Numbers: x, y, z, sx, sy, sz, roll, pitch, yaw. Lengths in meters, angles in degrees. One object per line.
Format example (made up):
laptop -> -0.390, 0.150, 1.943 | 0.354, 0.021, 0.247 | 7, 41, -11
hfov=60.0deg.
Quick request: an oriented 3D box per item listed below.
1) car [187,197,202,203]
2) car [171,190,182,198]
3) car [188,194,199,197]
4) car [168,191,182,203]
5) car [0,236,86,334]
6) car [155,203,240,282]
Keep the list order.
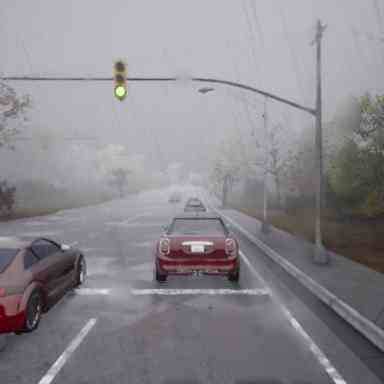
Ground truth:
car -> 0.240, 1.540, 30.374 | 2.128, 1.511, 4.902 | 0, 0, 0
car -> -3.148, 0.469, 70.110 | 2.033, 1.411, 5.357 | 0, 3, 0
car -> 0.299, 1.119, 60.177 | 1.812, 1.442, 4.674 | 0, 3, 0
car -> -3.202, 1.161, 60.108 | 1.994, 1.385, 4.181 | 0, 3, 0
car -> -3.563, 1.575, 6.713 | 1.994, 1.385, 4.181 | 0, 0, -3
car -> 0.140, 1.367, 10.015 | 2.097, 1.767, 4.553 | 0, 0, 0
